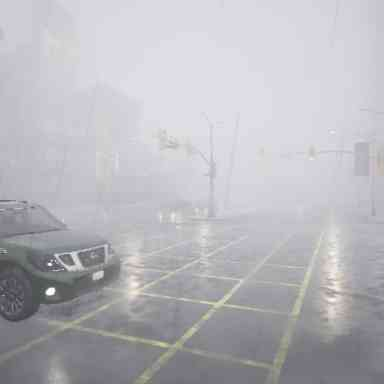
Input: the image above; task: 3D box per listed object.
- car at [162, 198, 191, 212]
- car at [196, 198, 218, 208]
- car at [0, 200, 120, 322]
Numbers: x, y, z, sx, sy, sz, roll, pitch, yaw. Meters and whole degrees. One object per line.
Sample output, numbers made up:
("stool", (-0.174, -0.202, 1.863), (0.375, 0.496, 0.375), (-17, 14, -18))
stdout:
("car", (-1.774, 1.478, 39.277), (1.882, 1.535, 5.008), (0, 0, 25))
("car", (2.196, 1.601, 48.688), (1.895, 1.301, 4.718), (0, 0, 23))
("car", (-4.321, 1.215, 7.376), (5.566, 2.045, 2.150), (0, 0, 23))
